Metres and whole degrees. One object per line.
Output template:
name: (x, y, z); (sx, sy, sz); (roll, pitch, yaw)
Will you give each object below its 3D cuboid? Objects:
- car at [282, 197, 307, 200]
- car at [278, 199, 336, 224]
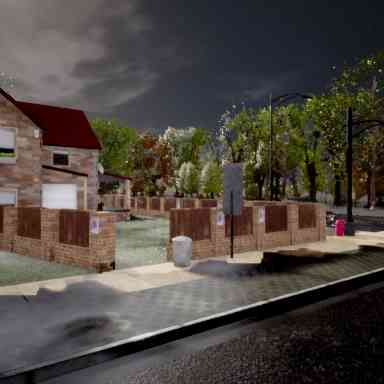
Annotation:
car: (9.425, 1.283, 32.408); (2.097, 1.767, 4.553); (0, 0, -36)
car: (7.682, 1.473, 23.347); (1.812, 1.442, 4.674); (0, 0, -36)
